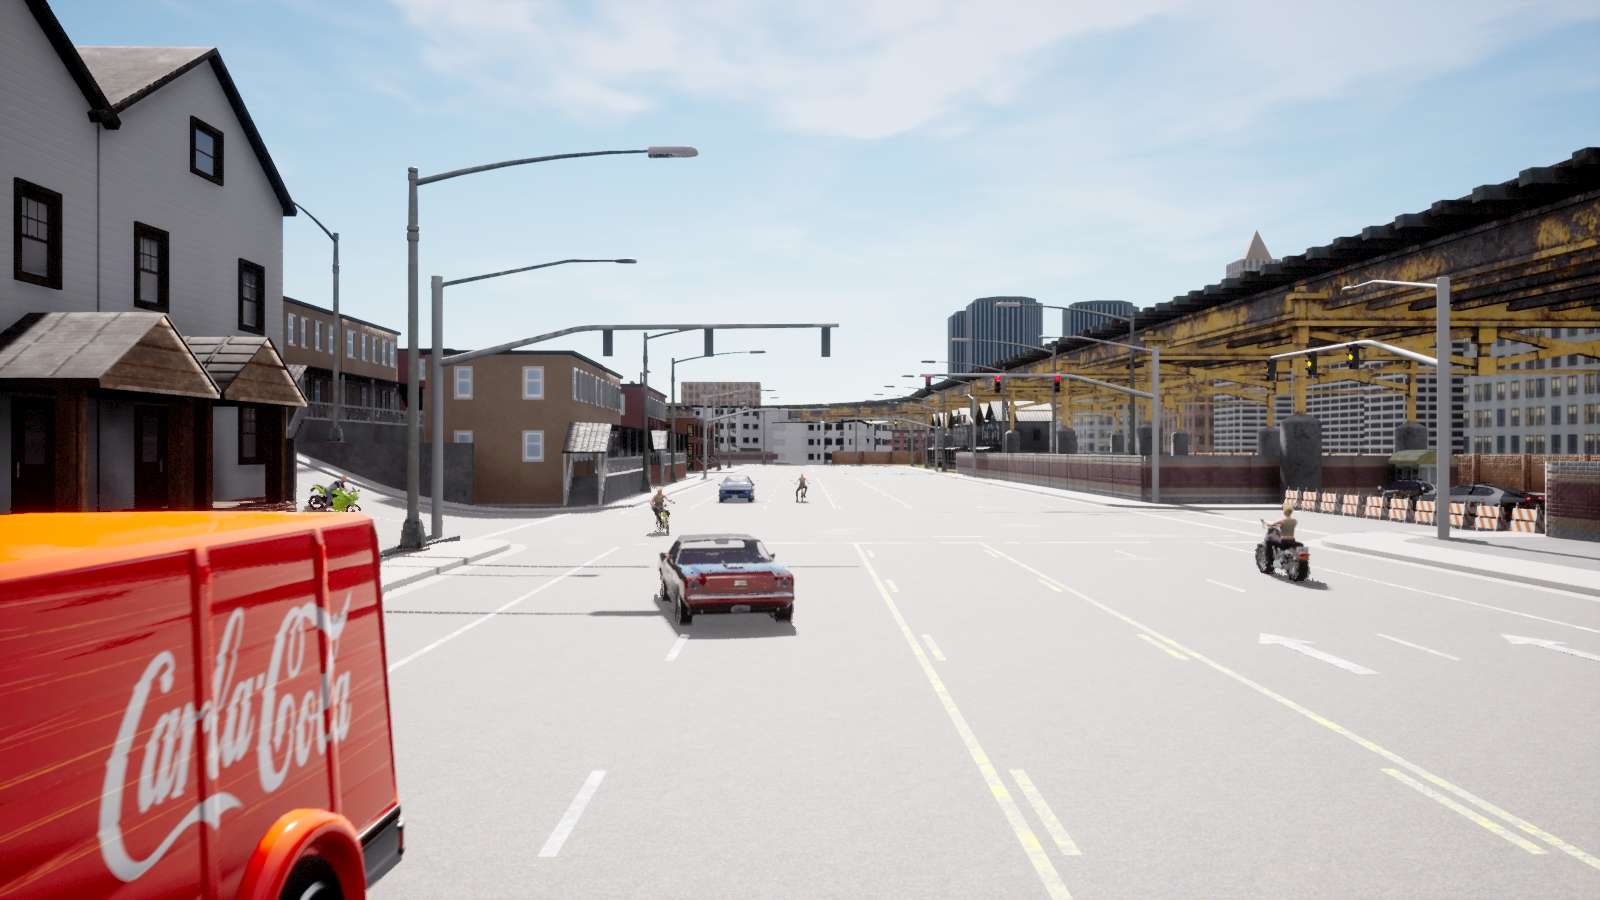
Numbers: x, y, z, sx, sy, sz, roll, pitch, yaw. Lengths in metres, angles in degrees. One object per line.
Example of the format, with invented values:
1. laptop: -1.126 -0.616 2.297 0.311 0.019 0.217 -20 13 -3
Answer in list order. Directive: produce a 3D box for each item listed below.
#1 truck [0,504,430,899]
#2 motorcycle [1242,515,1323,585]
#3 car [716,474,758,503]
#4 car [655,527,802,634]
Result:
1. truck: -3.483 1.563 4.060 2.627 2.467 5.204 0 0 0
2. motorcycle: 10.520 2.142 25.005 0.764 1.332 2.356 0 0 0
3. car: -3.449 2.106 63.014 2.033 1.411 5.357 0 0 0
4. car: -1.380 2.155 19.914 1.895 1.301 4.718 0 0 -12
